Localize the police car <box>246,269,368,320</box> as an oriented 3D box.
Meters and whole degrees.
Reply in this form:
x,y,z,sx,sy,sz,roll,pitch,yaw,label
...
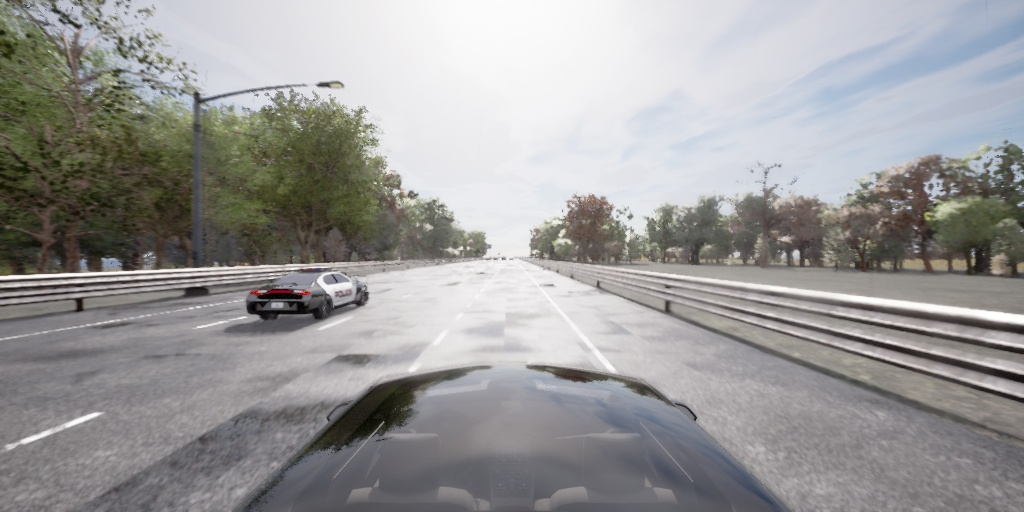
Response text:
x,y,z,sx,sy,sz,roll,pitch,yaw,label
-6.785,1.226,12.730,2.038,1.542,4.974,0,0,-1,police car
